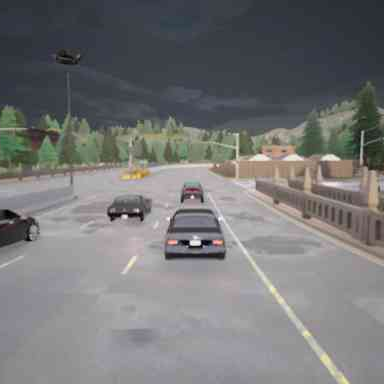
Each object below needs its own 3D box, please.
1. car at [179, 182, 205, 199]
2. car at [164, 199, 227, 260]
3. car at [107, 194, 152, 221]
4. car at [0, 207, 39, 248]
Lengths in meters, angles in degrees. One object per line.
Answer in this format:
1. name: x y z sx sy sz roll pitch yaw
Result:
1. car: 0.018 -0.060 27.270 1.837 1.490 4.892 0 5 0
2. car: 0.084 1.257 11.262 2.033 1.411 5.357 0 3 0
3. car: -3.443 0.786 19.197 1.895 1.301 4.718 0 5 0
4. car: -6.909 1.225 11.091 1.837 1.490 4.892 0 3 0
